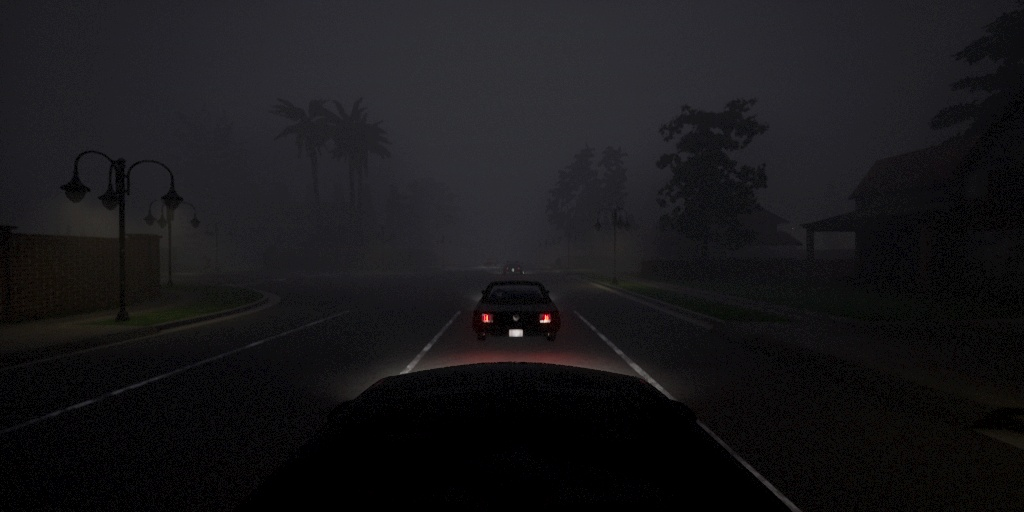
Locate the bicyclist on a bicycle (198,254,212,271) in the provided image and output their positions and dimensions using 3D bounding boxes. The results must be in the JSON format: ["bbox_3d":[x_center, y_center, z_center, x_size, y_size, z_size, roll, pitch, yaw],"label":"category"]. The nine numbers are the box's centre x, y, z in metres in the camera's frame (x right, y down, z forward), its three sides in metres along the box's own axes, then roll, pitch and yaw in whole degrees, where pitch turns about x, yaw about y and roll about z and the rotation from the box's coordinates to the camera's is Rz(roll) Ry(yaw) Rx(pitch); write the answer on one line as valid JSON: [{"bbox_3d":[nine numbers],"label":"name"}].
[{"bbox_3d":[-30.590,0.646,35.789,0.582,1.620,1.656,0,0,0],"label":"bicyclist on a bicycle"}]

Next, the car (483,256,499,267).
[{"bbox_3d":[-3.552,0.914,58.442,1.882,1.535,5.008,0,0,1],"label":"car"}]

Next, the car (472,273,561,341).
[{"bbox_3d":[0.093,1.307,9.689,1.895,1.301,4.718,0,0,0],"label":"car"}]

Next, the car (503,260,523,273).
[{"bbox_3d":[0.094,1.074,35.673,1.812,1.442,4.674,0,0,0],"label":"car"}]
